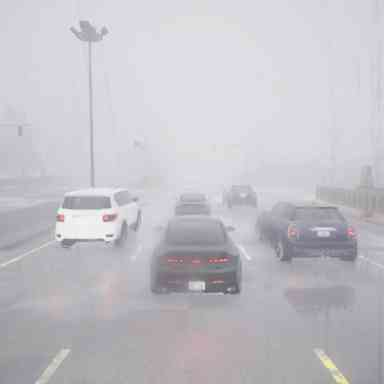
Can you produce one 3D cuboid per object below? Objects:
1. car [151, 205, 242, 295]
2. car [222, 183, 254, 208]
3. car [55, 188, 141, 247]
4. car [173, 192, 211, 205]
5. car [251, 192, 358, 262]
[{"bbox_3d":[0.077,1.333,8.369,1.837,1.490,4.892,0,2,0],"label":"car"},{"bbox_3d":[3.493,0.131,24.935,2.097,1.767,4.553,0,4,0],"label":"car"},{"bbox_3d":[-3.449,0.820,13.164,2.150,2.045,5.566,0,4,0],"label":"car"},{"bbox_3d":[0.026,0.734,18.579,1.837,1.490,4.892,0,4,0],"label":"car"},{"bbox_3d":[3.562,1.058,11.152,2.097,1.767,4.553,0,3,0],"label":"car"}]
